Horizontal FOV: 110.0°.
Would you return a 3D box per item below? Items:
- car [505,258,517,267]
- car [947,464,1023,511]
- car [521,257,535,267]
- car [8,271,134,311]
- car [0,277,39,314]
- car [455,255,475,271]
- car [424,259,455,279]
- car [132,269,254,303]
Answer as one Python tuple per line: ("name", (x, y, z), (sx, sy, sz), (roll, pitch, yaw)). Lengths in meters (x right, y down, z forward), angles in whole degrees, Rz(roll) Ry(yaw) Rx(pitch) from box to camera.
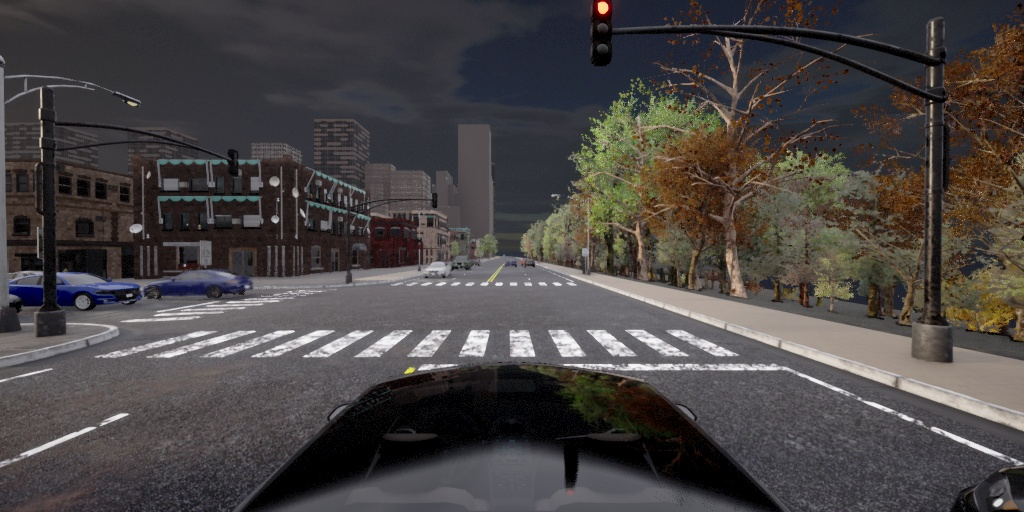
("car", (-0.214, 1.077, 63.986), (2.097, 1.767, 4.553), (0, 0, 0))
("car", (3.364, 1.314, 0.164), (1.994, 1.385, 4.181), (0, 0, -1))
("car", (3.041, 1.230, 63.203), (1.837, 1.490, 4.892), (0, 0, 0))
("car", (-18.753, 1.434, 15.196), (5.008, 1.535, 1.882), (-1, 1, -1))
("car", (-20.000, 1.564, 12.480), (4.313, 1.339, 1.948), (0, 0, 0))
("car", (-6.832, 0.949, 48.898), (2.150, 2.045, 5.566), (0, 1, 0))
("car", (-6.756, 1.266, 32.915), (1.812, 1.442, 4.674), (0, 0, -1))
("car", (-15.804, 1.420, 18.218), (4.674, 1.442, 1.812), (-1, 1, -2))
